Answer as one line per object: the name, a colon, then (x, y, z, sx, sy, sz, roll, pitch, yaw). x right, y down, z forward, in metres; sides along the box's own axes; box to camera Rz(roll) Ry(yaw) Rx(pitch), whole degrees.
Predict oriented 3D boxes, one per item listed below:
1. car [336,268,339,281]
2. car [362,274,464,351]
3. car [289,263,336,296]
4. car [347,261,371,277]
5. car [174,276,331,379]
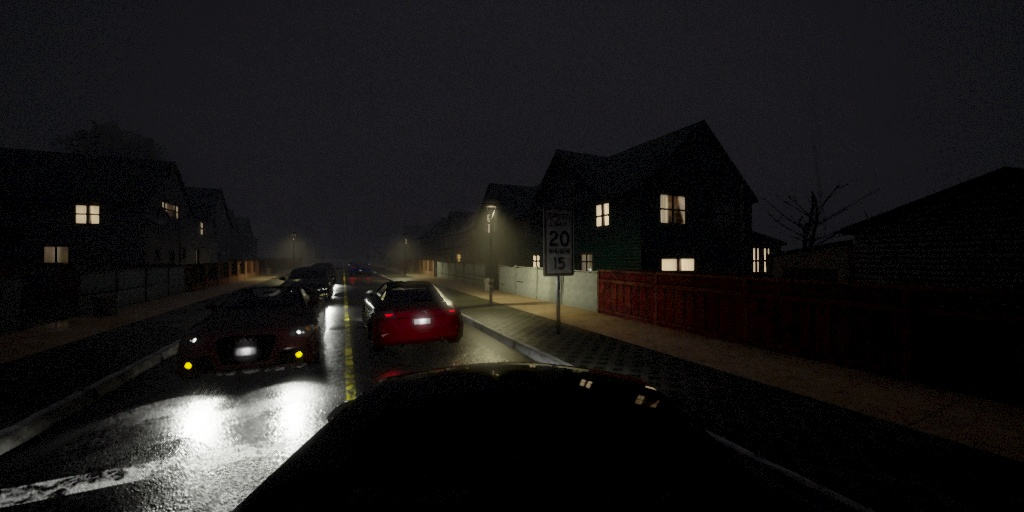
car: (-14.245, 1.262, 27.044, 1.837, 1.490, 4.892, 0, 0, -25)
car: (-2.698, 1.315, 9.198, 1.994, 1.385, 4.181, 0, 0, -25)
car: (-9.226, 1.257, 16.368, 1.837, 1.490, 4.892, 0, 0, -25)
car: (-15.575, 1.232, 36.640, 1.882, 1.535, 5.008, 0, 0, -25)
car: (-5.020, 1.317, 7.440, 1.994, 1.385, 4.181, 0, 0, -25)
